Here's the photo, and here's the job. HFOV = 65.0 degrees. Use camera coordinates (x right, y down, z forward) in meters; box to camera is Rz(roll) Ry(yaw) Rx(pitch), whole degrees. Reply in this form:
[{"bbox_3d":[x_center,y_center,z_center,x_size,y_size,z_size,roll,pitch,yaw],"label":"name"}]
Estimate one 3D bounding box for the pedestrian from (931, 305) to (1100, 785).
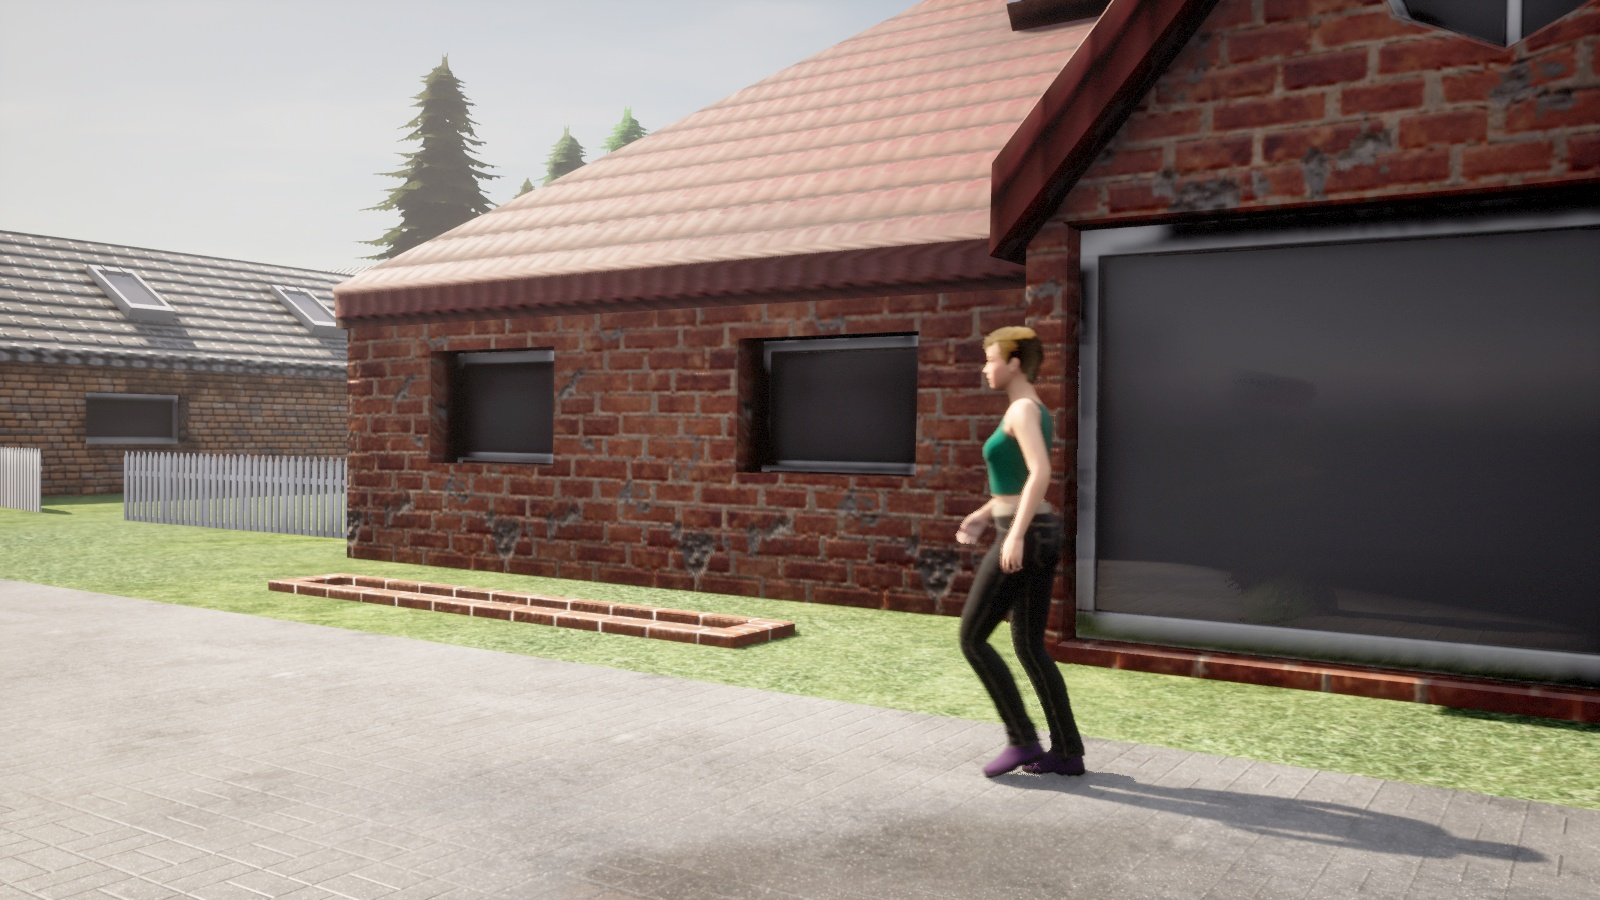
[{"bbox_3d":[0.875,0.364,5.086,0.594,1.836,0.345,0,1,25],"label":"pedestrian"}]
